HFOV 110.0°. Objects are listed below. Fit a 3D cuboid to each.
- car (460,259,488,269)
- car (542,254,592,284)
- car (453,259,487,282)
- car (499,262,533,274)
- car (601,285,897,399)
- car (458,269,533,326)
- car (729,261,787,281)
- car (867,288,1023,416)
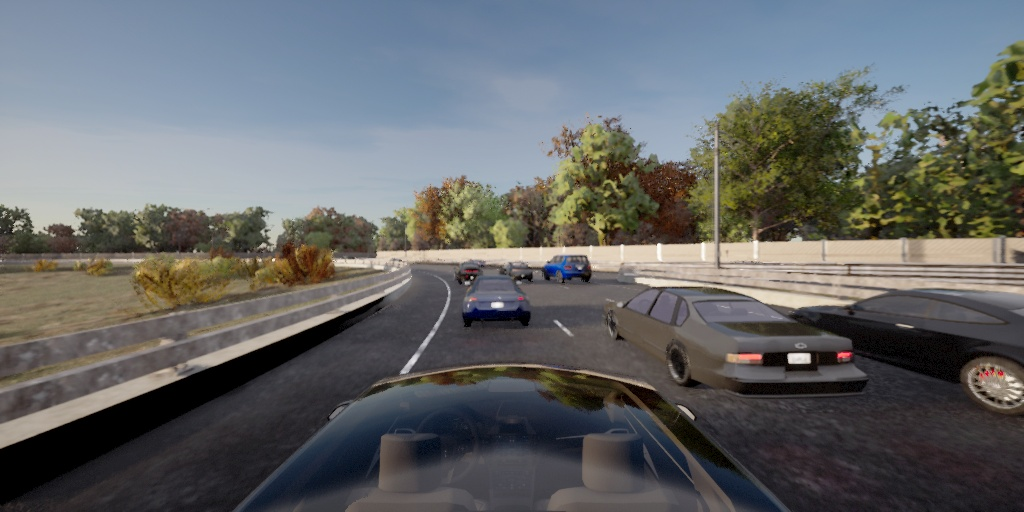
[{"bbox_3d":[-5.745,1.111,53.576,2.033,1.411,5.357,0,0,-34],"label":"car"},{"bbox_3d":[3.987,0.899,26.709,2.150,2.045,5.566,0,0,-13],"label":"car"},{"bbox_3d":[-3.296,1.218,27.040,1.837,1.490,4.892,0,0,-14],"label":"car"},{"bbox_3d":[0.215,1.187,27.357,2.128,1.511,4.902,0,0,-13],"label":"car"},{"bbox_3d":[3.325,1.272,6.818,2.033,1.411,5.357,0,0,-3],"label":"car"},{"bbox_3d":[-0.591,1.296,11.702,1.994,1.385,4.181,0,0,-6],"label":"car"},{"bbox_3d":[17.056,1.061,26.585,5.357,1.411,2.033,0,0,40],"label":"car"},{"bbox_3d":[6.845,1.235,5.782,1.812,1.442,4.674,0,0,-2],"label":"car"}]
